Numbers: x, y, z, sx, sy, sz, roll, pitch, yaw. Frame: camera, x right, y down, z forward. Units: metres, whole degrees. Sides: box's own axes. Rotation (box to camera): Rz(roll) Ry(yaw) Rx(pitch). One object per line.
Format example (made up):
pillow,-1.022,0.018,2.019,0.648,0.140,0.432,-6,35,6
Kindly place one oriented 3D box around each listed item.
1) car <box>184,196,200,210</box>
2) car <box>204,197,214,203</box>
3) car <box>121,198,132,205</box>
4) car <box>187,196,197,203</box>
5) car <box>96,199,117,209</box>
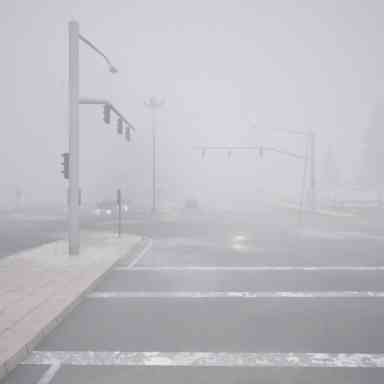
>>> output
car,-0.029,1.526,43.519,1.812,1.442,4.674,0,0,0
car,3.455,1.601,68.987,1.895,1.301,4.718,0,0,0
car,-11.569,1.601,56.963,1.895,1.301,4.718,0,0,0
car,-0.045,1.564,68.954,1.994,1.385,4.181,0,0,0
car,-11.585,1.601,45.435,1.895,1.301,4.718,0,0,0
